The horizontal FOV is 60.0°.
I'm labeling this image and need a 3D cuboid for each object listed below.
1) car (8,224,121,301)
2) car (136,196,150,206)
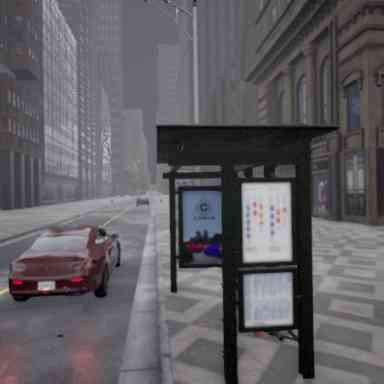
[{"bbox_3d":[-2.880,1.520,8.277,1.812,1.442,4.674,-1,0,-6],"label":"car"},{"bbox_3d":[-7.746,1.407,52.447,1.882,1.535,5.008,-1,0,-7],"label":"car"}]
